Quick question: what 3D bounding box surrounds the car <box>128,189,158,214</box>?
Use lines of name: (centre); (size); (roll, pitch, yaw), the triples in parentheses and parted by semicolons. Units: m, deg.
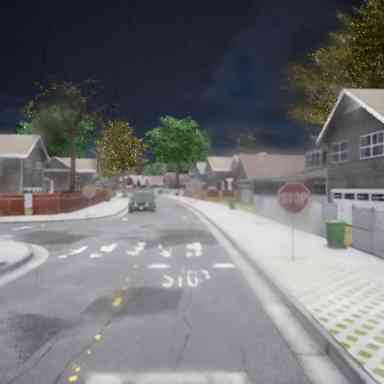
car: (-4.169, 0.788, 28.843); (2.150, 2.045, 5.566); (0, 3, -4)

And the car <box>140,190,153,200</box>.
car: (-7.393, 0.493, 53.645); (1.837, 1.490, 4.892); (0, 1, -9)
